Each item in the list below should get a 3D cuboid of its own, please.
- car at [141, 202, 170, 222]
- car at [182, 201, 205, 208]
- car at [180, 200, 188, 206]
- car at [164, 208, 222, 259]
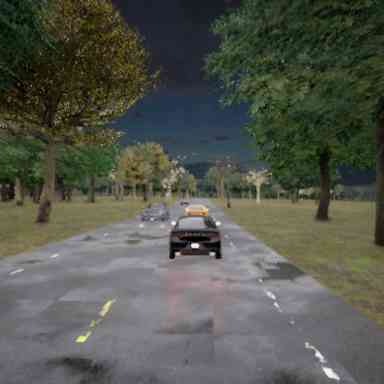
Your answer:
[{"bbox_3d":[-3.203,1.737,29.910,2.097,1.767,4.553,0,-1,3],"label":"car"},{"bbox_3d":[0.430,1.840,28.450,1.882,1.535,5.008,0,0,2],"label":"car"},{"bbox_3d":[-1.617,2.500,73.547,1.895,1.301,4.718,0,-1,2],"label":"car"},{"bbox_3d":[0.154,1.647,13.485,1.882,1.535,5.008,0,0,1],"label":"car"}]
